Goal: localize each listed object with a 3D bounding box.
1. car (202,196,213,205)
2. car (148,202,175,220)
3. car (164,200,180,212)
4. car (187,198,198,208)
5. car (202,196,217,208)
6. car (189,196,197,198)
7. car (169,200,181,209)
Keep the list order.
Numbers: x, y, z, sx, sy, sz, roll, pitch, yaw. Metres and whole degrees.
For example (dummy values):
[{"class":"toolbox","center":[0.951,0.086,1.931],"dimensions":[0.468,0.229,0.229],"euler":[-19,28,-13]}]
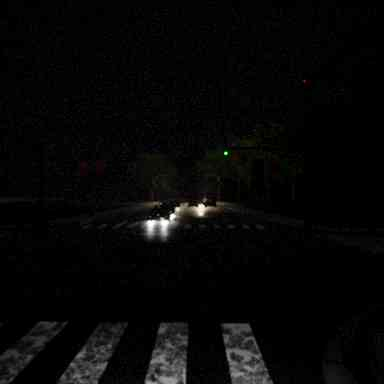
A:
[{"class":"car","center":[3.428,1.835,72.821],"dimensions":[2.150,2.045,5.566],"euler":[0,-1,0]},{"class":"car","center":[-3.051,1.915,32.073],"dimensions":[1.994,1.385,4.181],"euler":[0,-1,0]},{"class":"car","center":[-3.083,1.950,42.687],"dimensions":[2.128,1.511,4.902],"euler":[0,0,0]},{"class":"car","center":[0.203,2.236,62.771],"dimensions":[1.994,1.385,4.181],"euler":[0,-1,0]},{"class":"car","center":[3.454,2.025,62.751],"dimensions":[2.097,1.767,4.553],"euler":[0,-1,0]},{"class":"car","center":[0.178,1.835,72.813],"dimensions":[2.150,2.045,5.566],"euler":[0,-1,0]},{"class":"car","center":[-3.051,2.197,60.608],"dimensions":[2.033,1.411,5.357],"euler":[0,-1,0]}]
